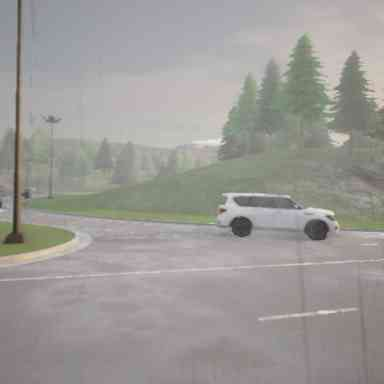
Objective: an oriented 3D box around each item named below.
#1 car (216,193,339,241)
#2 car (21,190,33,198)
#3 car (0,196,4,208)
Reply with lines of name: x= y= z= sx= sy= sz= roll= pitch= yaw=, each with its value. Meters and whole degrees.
car: x=3.941 y=1.091 z=15.893 sx=5.566 sy=2.045 sz=2.150 roll=1 pitch=1 yaw=10
car: x=-26.564 y=0.278 z=52.463 sx=1.895 sy=1.301 sz=4.718 roll=1 pitch=1 yaw=-15
car: x=-18.343 y=0.669 z=30.177 sx=1.837 sy=1.490 sz=4.892 roll=0 pitch=1 yaw=-32
